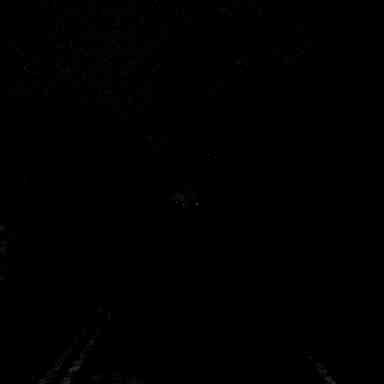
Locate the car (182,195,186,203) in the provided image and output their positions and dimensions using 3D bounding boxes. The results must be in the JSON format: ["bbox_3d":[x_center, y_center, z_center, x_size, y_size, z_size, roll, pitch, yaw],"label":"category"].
[{"bbox_3d":[-2.236,1.215,61.326,1.812,1.442,4.674,0,0,2],"label":"car"}]

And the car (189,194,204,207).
[{"bbox_3d":[0.716,1.308,46.014,1.837,1.490,4.892,0,0,1],"label":"car"}]

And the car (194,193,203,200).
[{"bbox_3d":[1.566,1.082,79.554,1.994,1.385,4.181,0,1,2],"label":"car"}]

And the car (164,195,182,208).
[{"bbox_3d":[-2.747,1.410,45.202,1.895,1.301,4.718,0,0,2],"label":"car"}]
